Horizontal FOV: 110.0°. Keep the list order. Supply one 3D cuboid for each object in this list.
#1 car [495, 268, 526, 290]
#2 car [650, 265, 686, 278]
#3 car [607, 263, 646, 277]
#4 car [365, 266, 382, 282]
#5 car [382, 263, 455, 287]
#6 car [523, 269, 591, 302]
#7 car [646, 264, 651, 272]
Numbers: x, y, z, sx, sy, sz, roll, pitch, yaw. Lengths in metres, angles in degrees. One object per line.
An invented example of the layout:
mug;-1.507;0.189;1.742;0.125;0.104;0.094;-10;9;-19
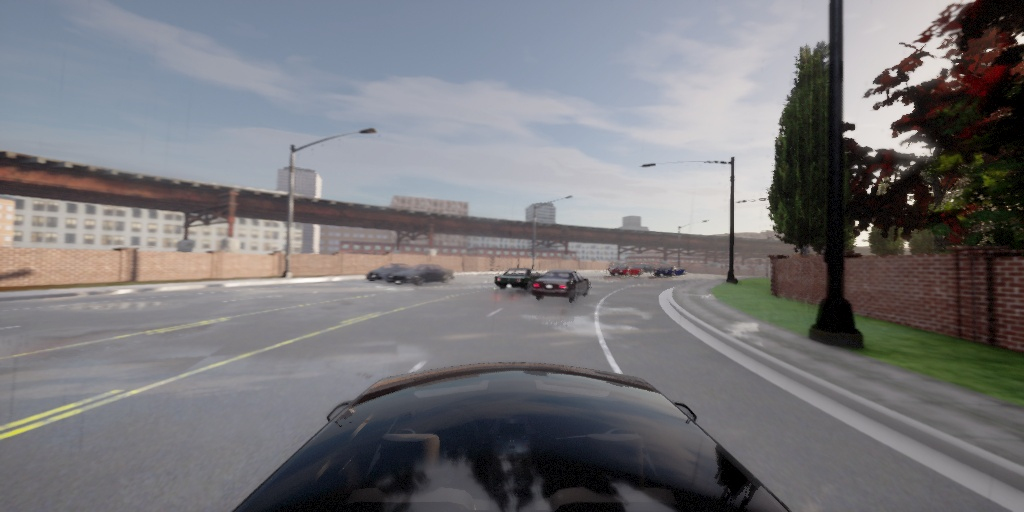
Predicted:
car;0.779;1.423;22.326;1.895;1.301;4.718;1;0;25
car;18.349;1.810;41.492;4.718;1.301;1.895;1;-1;-42
car;13.196;1.747;41.330;4.718;1.301;1.895;1;-1;-44
car;-8.723;1.235;26.541;1.994;1.385;4.181;1;-1;24
car;-5.965;1.256;24.468;2.033;1.411;5.357;1;0;23
car;2.571;1.384;17.759;2.033;1.411;5.357;1;0;22
car;20.583;1.946;56.643;4.892;1.490;1.837;2;-1;-38
